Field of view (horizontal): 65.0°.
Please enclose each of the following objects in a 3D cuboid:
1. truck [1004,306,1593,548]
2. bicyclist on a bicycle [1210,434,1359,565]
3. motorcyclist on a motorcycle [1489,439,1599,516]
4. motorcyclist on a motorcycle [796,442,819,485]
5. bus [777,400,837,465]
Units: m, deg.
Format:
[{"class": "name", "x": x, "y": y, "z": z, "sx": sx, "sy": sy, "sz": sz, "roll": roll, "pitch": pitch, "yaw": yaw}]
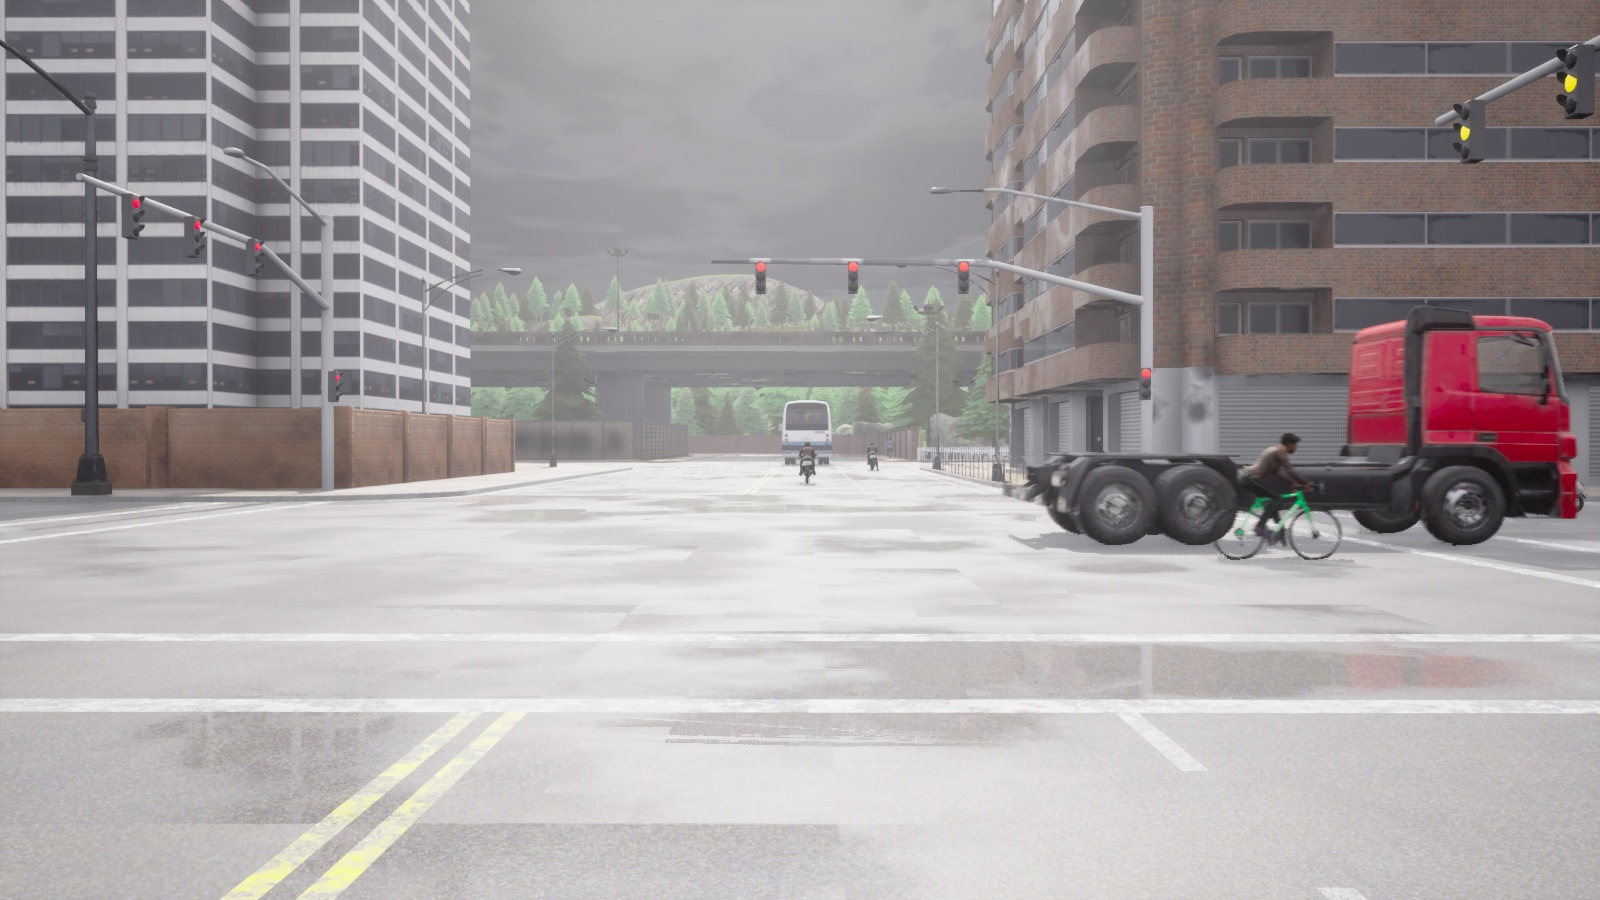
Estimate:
[{"class": "truck", "x": 7.348, "y": -0.339, "z": 19.387, "sx": 7.936, "sy": 3.462, "sz": 2.891, "roll": 0, "pitch": 0, "yaw": 1}, {"class": "bicyclist on a bicycle", "x": 6.119, "y": 0.614, "z": 15.905, "sx": 1.656, "sy": 1.620, "sz": 0.582, "roll": 0, "pitch": 0, "yaw": 1}, {"class": "motorcyclist on a motorcycle", "x": 15.578, "y": 0.564, "z": 26.303, "sx": 1.817, "sy": 1.590, "sz": 0.866, "roll": 0, "pitch": 0, "yaw": 1}, {"class": "motorcyclist on a motorcycle", "x": 0.266, "y": 0.470, "z": 45.808, "sx": 0.797, "sy": 1.523, "sz": 2.044, "roll": 0, "pitch": 0, "yaw": 0}, {"class": "bus", "x": 0.488, "y": -1.156, "z": 87.588, "sx": 3.944, "sy": 4.253, "sz": 10.273, "roll": 0, "pitch": 0, "yaw": 0}]
